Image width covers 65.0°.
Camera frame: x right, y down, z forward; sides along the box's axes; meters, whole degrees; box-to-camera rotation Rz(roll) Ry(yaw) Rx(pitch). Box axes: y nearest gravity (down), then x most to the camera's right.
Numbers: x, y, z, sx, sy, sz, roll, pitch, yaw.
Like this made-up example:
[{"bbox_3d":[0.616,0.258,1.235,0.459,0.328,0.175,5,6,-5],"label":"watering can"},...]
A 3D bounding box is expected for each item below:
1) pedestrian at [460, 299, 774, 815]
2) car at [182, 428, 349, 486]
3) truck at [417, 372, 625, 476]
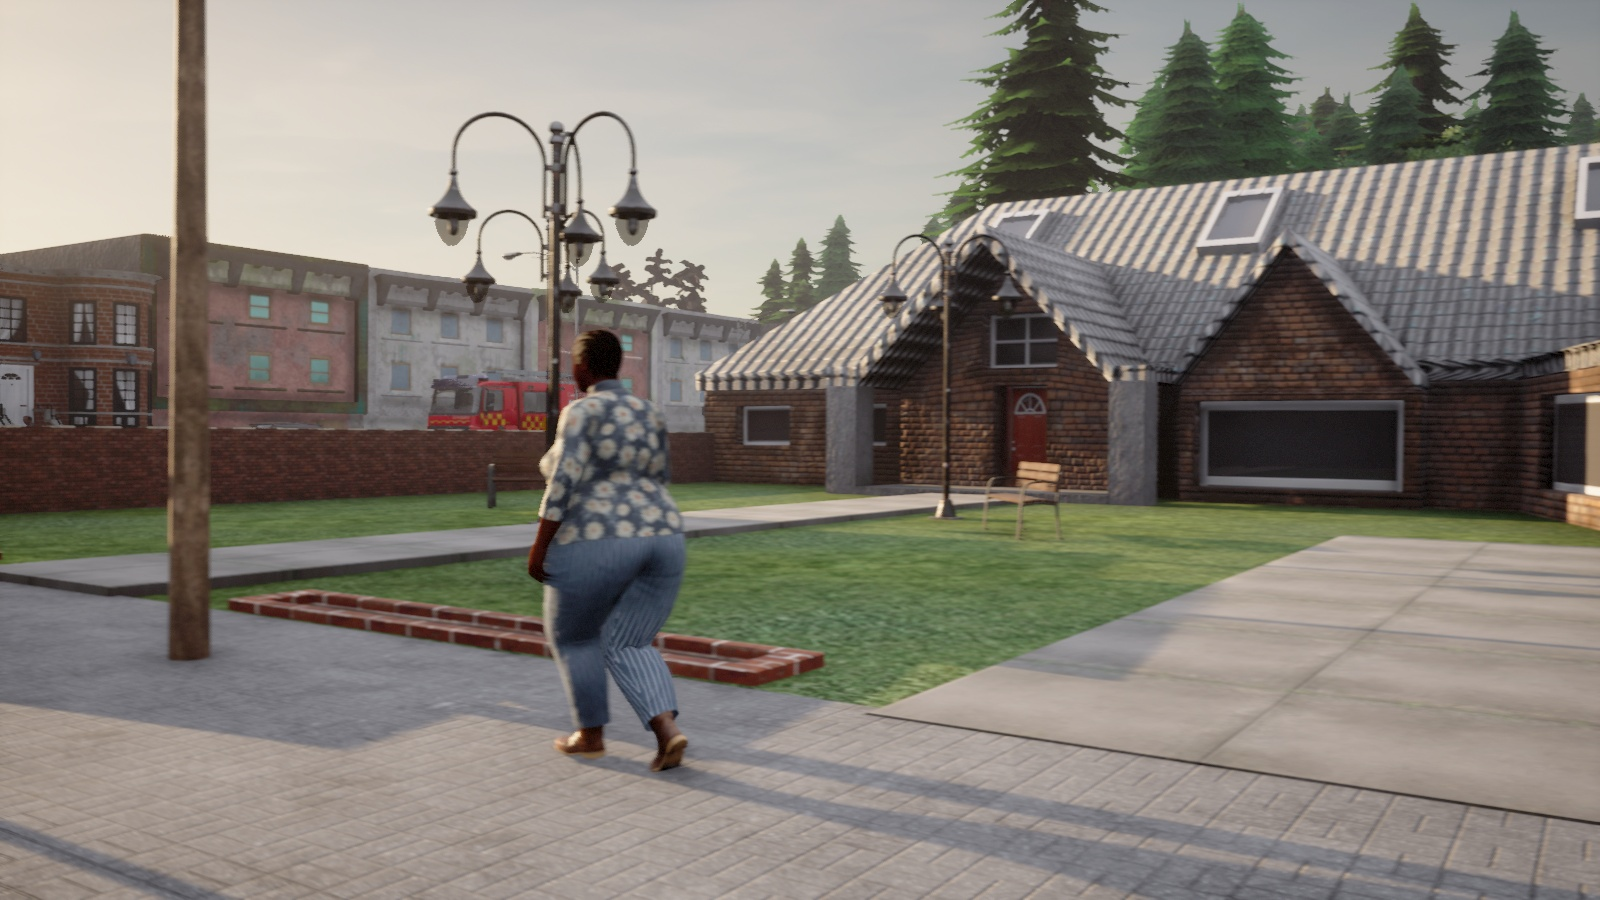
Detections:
[{"bbox_3d":[-0.741,0.377,5.134,0.900,1.855,0.874,0,1,41],"label":"pedestrian"},{"bbox_3d":[-17.266,0.189,40.781,2.097,1.767,4.553,0,1,33],"label":"car"},{"bbox_3d":[-10.953,-1.022,50.329,2.891,3.827,8.468,0,1,33],"label":"truck"}]
